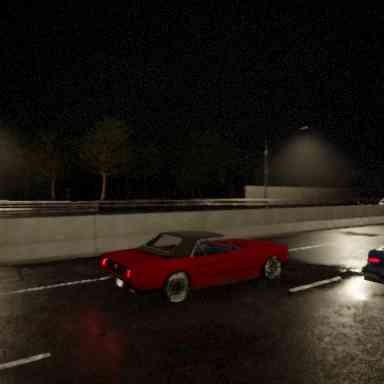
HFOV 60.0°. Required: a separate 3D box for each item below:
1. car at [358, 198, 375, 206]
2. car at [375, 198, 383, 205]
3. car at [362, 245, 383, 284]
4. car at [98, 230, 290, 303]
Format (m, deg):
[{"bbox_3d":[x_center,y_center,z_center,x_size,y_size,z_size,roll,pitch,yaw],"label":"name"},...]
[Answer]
[{"bbox_3d":[29.388,1.752,54.973,4.892,1.490,1.837,0,0,-35],"label":"car"},{"bbox_3d":[31.646,1.469,52.285,5.566,2.045,2.150,0,0,-35],"label":"car"},{"bbox_3d":[6.383,1.580,8.300,5.357,1.411,2.033,0,0,-35],"label":"car"},{"bbox_3d":[0.281,1.616,8.247,4.718,1.301,1.895,0,0,-35],"label":"car"}]
